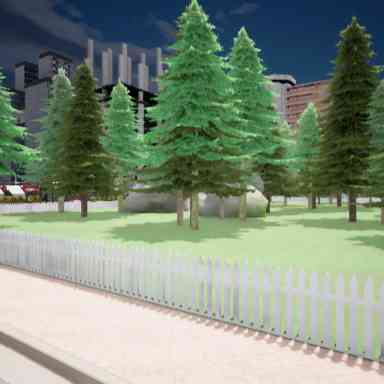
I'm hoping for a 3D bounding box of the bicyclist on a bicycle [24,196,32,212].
[{"bbox_3d":[-17.261,1.277,34.966,1.656,1.620,0.582,0,0,34],"label":"bicyclist on a bicycle"}]
